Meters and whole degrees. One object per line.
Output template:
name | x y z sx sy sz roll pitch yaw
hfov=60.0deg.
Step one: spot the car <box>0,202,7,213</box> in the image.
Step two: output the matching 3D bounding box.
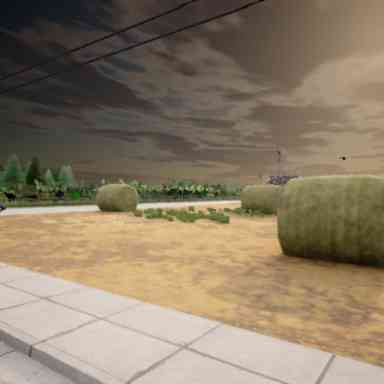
car | -18.596 1.147 28.587 2.128 1.511 4.902 1 0 34
